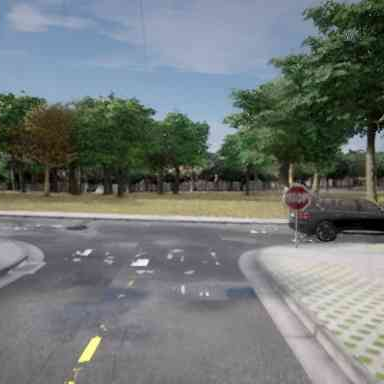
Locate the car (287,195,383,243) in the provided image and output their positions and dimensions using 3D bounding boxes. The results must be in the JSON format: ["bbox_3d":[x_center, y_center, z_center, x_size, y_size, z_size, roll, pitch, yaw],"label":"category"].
[{"bbox_3d":[7.314,1.213,15.420,5.566,2.045,2.150,1,2,-2],"label":"car"}]
